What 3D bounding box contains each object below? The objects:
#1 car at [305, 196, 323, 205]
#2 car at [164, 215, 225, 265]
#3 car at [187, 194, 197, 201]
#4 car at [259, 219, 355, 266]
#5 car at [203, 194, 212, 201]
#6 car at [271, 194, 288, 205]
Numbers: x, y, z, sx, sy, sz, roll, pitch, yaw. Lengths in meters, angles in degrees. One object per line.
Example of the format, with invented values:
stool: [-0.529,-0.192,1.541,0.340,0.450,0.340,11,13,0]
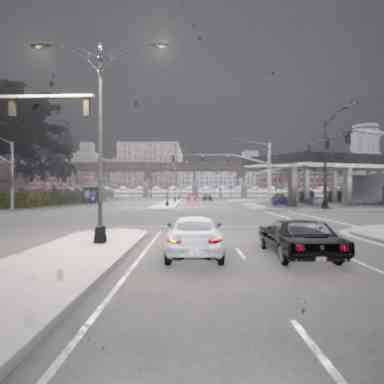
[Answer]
car: [18.948,1.339,51.729,1.970,1.475,3.806,0,0,0]
car: [0.077,1.503,11.424,1.812,1.442,4.674,0,0,0]
car: [-0.010,1.191,75.609,2.097,1.767,4.553,0,0,0]
car: [3.582,1.575,11.407,1.895,1.301,4.718,0,0,0]
car: [3.490,1.188,75.610,2.097,1.767,4.553,0,0,0]
car: [13.203,1.183,50.965,2.242,1.667,4.611,0,0,0]
